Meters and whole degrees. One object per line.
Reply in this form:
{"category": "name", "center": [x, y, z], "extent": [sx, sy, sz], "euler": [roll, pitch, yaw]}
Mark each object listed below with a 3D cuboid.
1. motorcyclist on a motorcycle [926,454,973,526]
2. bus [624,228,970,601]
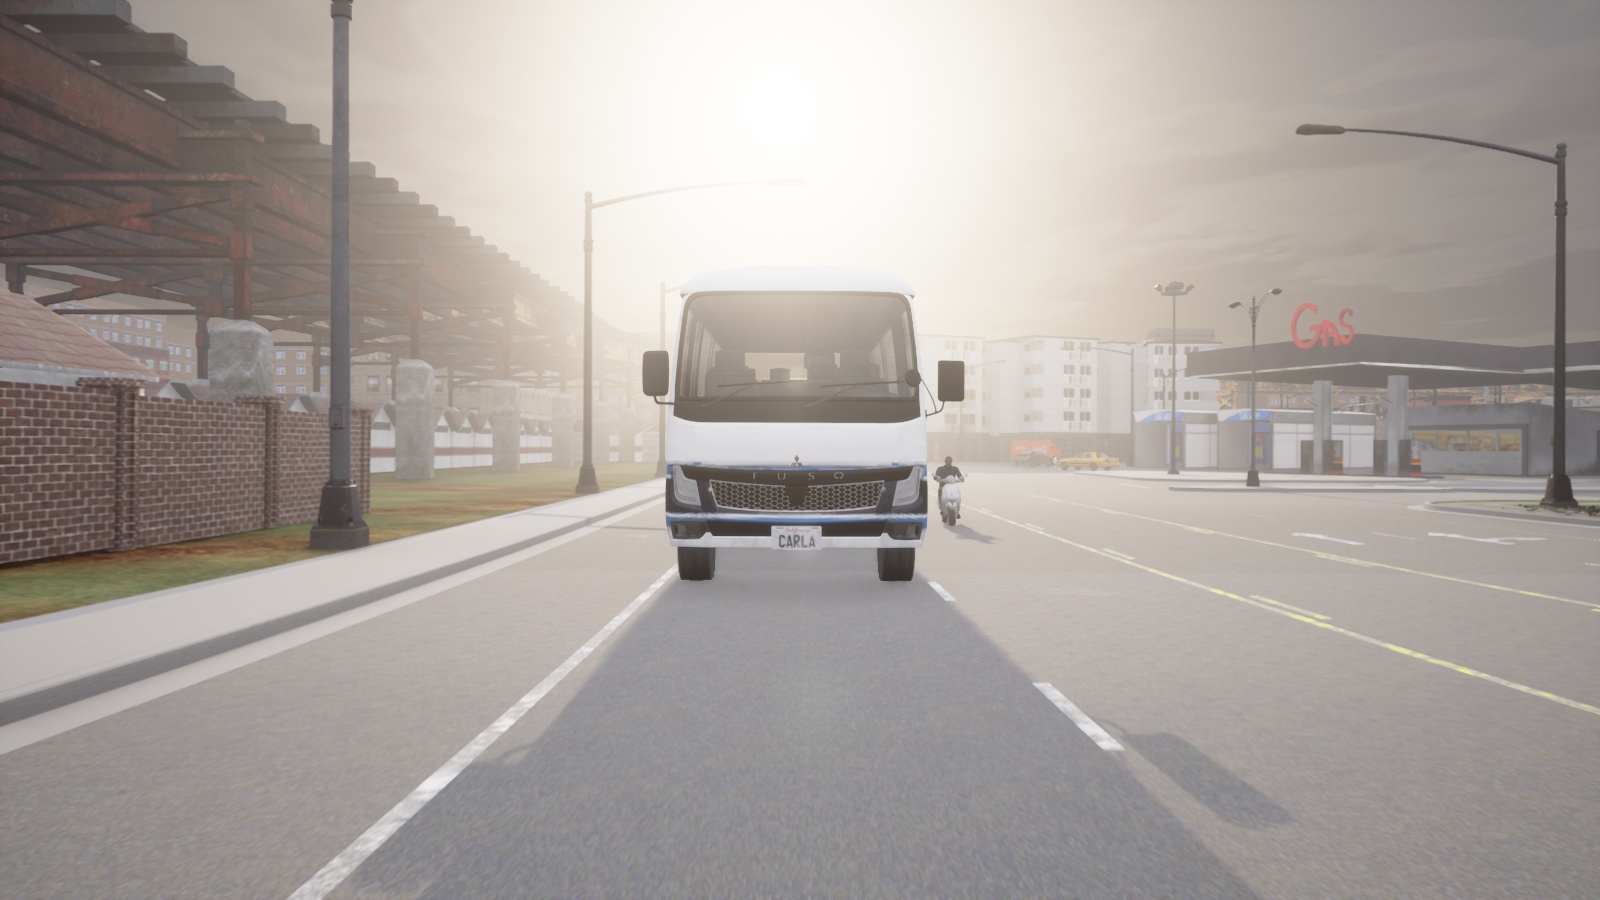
{"category": "motorcyclist on a motorcycle", "center": [3.433, 0.902, 28.968], "extent": [0.866, 1.590, 1.817], "euler": [0, 0, 0]}
{"category": "bus", "center": [-0.050, -0.401, 19.524], "extent": [3.944, 4.253, 10.273], "euler": [0, 0, 0]}
